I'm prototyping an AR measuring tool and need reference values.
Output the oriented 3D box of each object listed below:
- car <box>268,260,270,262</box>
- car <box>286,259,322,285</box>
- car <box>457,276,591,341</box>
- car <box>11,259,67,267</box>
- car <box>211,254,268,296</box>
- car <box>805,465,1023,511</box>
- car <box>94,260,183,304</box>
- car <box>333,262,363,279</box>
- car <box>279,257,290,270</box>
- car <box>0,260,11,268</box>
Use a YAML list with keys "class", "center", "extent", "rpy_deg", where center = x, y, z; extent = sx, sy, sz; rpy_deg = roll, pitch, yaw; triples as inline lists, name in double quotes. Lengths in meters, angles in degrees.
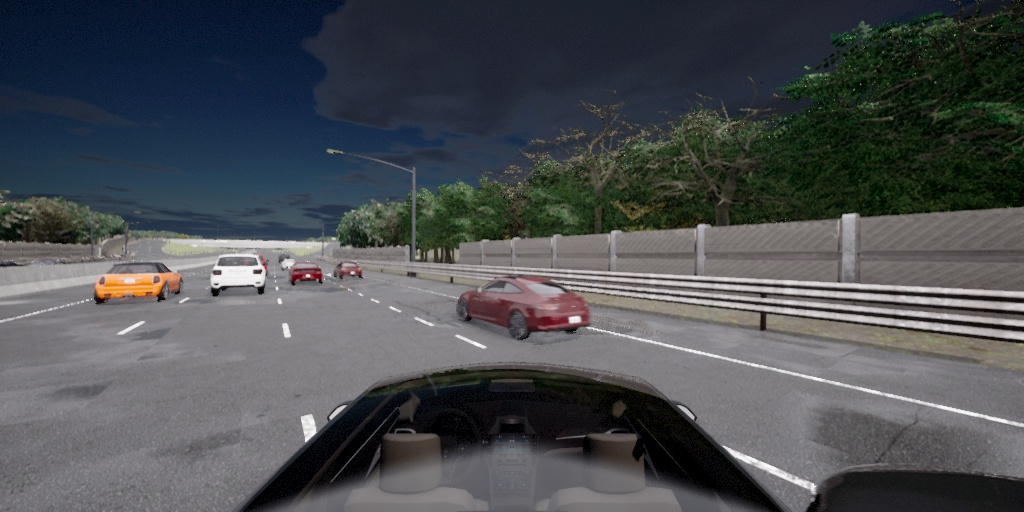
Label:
- class: "car"
  center: [-24.025, 0.906, 33.339]
  extent: [2.150, 2.045, 5.566]
  rpy_deg: [0, 0, -33]
- class: "car"
  center: [-15.122, 1.190, 26.170]
  extent: [1.882, 1.535, 5.008]
  rpy_deg: [0, 0, -34]
- class: "car"
  center: [0.134, 1.276, 10.025]
  extent: [1.812, 1.442, 4.674]
  rpy_deg: [0, 0, -34]
- class: "car"
  center: [-47.255, 1.106, 36.300]
  extent: [2.128, 1.511, 4.902]
  rpy_deg: [0, 0, -33]
- class: "car"
  center: [-14.756, 0.936, 19.547]
  extent: [2.150, 2.045, 5.566]
  rpy_deg: [0, 0, -34]
- class: "car"
  center: [2.959, 1.316, 0.422]
  extent: [4.181, 1.385, 1.994]
  rpy_deg: [0, -1, 38]
- class: "car"
  center: [-16.945, 1.061, 16.531]
  extent: [2.097, 1.767, 4.553]
  rpy_deg: [0, 0, -34]
- class: "car"
  center: [-14.594, 1.237, 31.849]
  extent: [1.812, 1.442, 4.674]
  rpy_deg: [0, 0, -34]
- class: "car"
  center: [-31.034, 1.183, 49.978]
  extent: [1.812, 1.442, 4.674]
  rpy_deg: [0, 0, -34]
- class: "car"
  center: [-50.382, 1.098, 34.689]
  extent: [2.128, 1.511, 4.902]
  rpy_deg: [0, 0, -33]
